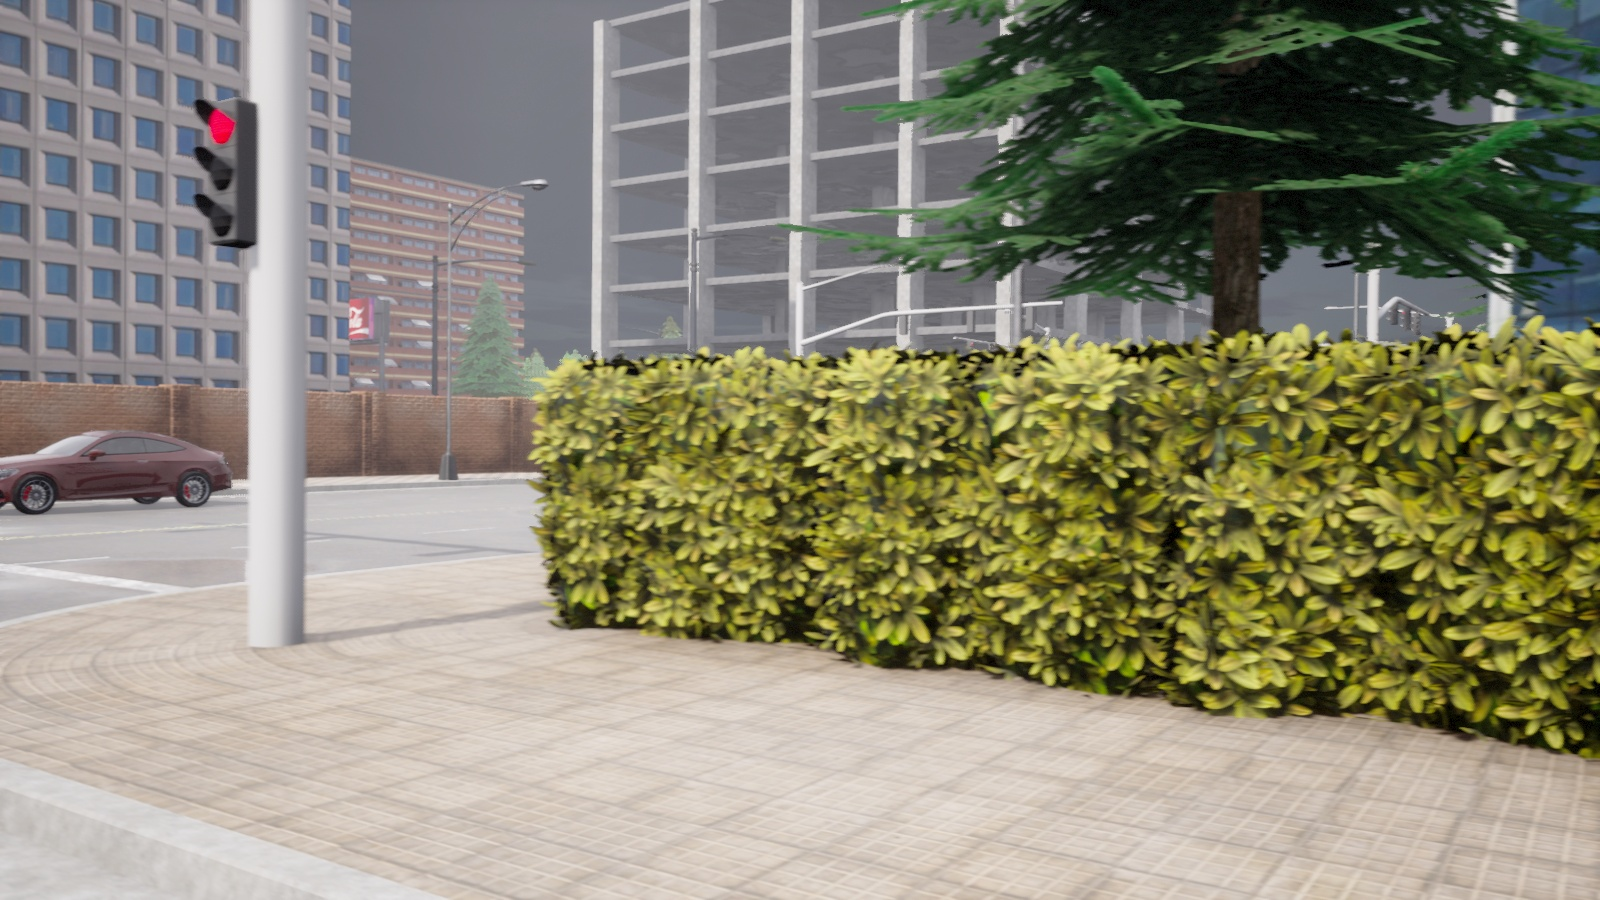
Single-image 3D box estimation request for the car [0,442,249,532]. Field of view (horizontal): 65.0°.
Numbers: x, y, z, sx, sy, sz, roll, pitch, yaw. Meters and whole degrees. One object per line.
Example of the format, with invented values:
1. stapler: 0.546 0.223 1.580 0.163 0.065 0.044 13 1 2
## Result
1. car: -12.837 0.595 23.137 1.812 1.442 4.674 0 1 33
